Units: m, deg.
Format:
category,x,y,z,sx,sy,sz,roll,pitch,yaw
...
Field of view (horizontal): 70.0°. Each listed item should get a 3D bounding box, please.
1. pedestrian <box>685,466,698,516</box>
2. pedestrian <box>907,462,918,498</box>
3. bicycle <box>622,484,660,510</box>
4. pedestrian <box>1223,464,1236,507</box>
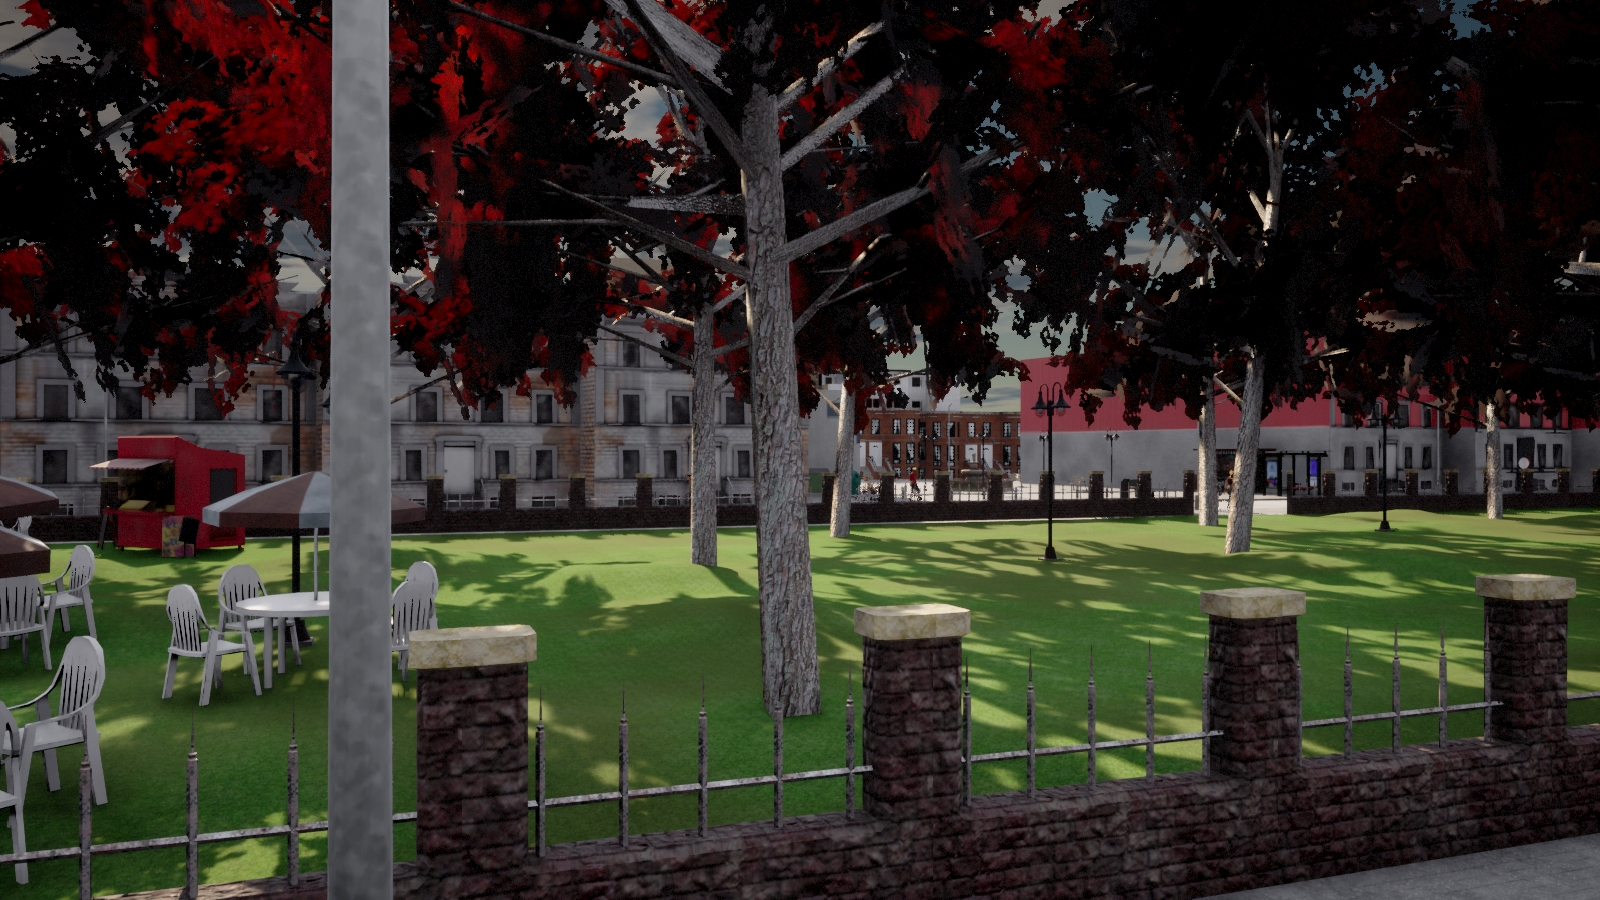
category,x,y,z,sx,sy,sz,roll,pitch,yaw
pedestrian,-4.069,1.527,42.708,0.375,1.860,0.375,0,0,-24
pedestrian,5.761,1.535,58.495,0.375,1.860,0.375,0,0,-39
bicycle,-6.904,2.040,49.494,1.487,1.080,0.859,0,0,-20
pedestrian,18.568,1.539,49.389,0.375,1.860,0.375,0,0,-21
